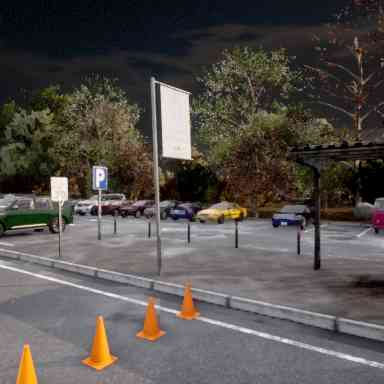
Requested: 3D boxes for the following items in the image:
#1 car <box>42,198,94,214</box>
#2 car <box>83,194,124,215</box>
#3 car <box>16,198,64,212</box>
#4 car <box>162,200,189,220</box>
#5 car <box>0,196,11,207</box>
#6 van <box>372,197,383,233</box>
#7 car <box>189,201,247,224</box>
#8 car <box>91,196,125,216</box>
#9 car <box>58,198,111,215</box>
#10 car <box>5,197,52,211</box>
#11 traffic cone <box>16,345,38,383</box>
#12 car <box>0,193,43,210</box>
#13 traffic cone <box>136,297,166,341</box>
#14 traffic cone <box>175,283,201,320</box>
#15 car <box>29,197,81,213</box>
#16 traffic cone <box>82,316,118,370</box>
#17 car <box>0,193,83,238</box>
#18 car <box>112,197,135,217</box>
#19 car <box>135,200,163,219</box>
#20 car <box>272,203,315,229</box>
[{"bbox_3d":[-13.468,1.455,36.508,2.097,1.535,5.008,0,0,35],"label":"car"},{"bbox_3d":[-8.938,1.212,33.297,2.435,2.045,5.566,0,0,35],"label":"car"},{"bbox_3d":[-18.022,1.469,39.679,2.163,1.488,4.792,0,0,35],"label":"car"},{"bbox_3d":[0.179,1.504,26.960,2.163,1.488,4.792,0,0,35],"label":"car"},{"bbox_3d":[-29.259,1.332,47.839,1.946,1.575,5.366,1,0,35],"label":"car"},{"bbox_3d":[11.583,1.264,19.053,1.878,1.987,4.442,0,0,35],"label":"van"},{"bbox_3d":[2.326,1.475,25.189,1.946,1.575,5.366,0,0,35],"label":"car"},{"bbox_3d":[-6.648,1.466,31.728,2.097,1.535,5.008,0,0,35],"label":"car"},{"bbox_3d":[-11.196,1.461,34.910,2.231,1.521,4.892,0,0,35],"label":"car"},{"bbox_3d":[-20.266,1.452,41.327,2.163,1.488,4.792,0,0,35],"label":"car"},{"bbox_3d":[-1.796,1.957,3.607,0.340,0.580,0.340,0,0,35],"label":"traffic cone"},{"bbox_3d":[-22.567,1.153,42.874,2.435,2.045,5.566,0,0,35],"label":"car"},{"bbox_3d":[-0.645,1.957,5.240,0.340,0.580,0.340,0,0,35],"label":"traffic cone"},{"bbox_3d":[-0.070,1.957,6.055,0.340,0.580,0.340,0,0,36],"label":"traffic cone"},{"bbox_3d":[-15.631,1.444,38.260,1.946,1.575,5.366,0,0,35],"label":"car"},{"bbox_3d":[-1.220,1.957,4.423,0.340,0.580,0.340,0,0,35],"label":"traffic cone"},{"bbox_3d":[-8.933,1.221,17.307,2.435,2.045,5.566,0,0,35],"label":"car"},{"bbox_3d":[-4.377,1.469,30.133,2.097,1.535,5.008,0,0,35],"label":"car"},{"bbox_3d":[-2.105,1.473,28.537,2.231,1.521,4.892,0,0,35],"label":"car"},{"bbox_3d":[6.958,1.513,22.125,2.163,1.488,4.792,0,0,35],"label":"car"}]
